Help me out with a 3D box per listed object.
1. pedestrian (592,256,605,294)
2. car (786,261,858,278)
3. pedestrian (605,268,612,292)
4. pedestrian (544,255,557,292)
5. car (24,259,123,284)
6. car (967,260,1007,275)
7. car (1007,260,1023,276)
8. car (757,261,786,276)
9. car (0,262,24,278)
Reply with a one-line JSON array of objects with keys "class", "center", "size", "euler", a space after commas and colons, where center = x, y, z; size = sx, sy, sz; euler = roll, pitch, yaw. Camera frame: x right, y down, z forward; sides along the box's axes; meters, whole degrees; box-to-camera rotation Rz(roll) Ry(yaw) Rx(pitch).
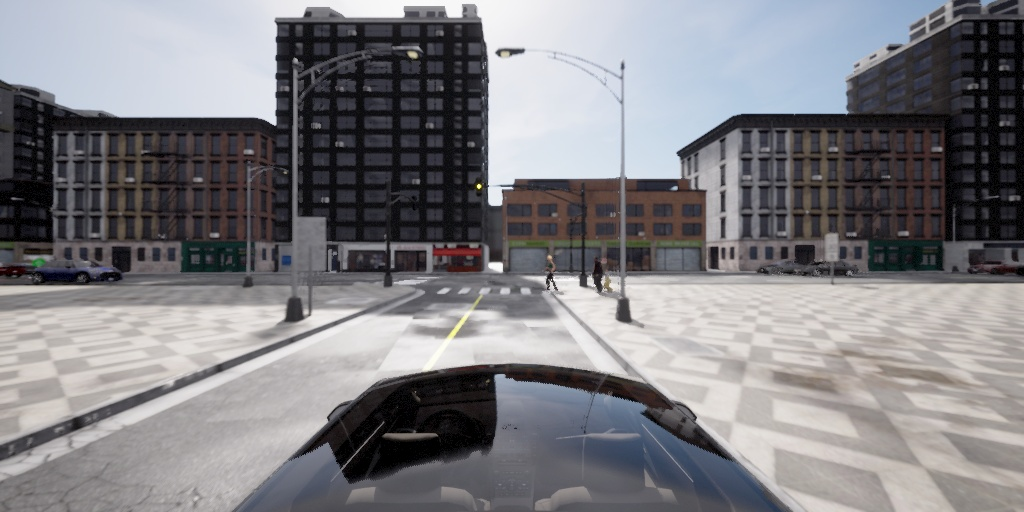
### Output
[{"class": "pedestrian", "center": [4.028, 0.854, 16.867], "size": [0.375, 1.860, 0.375], "euler": [0, 0, 0]}, {"class": "car", "center": [27.807, 1.133, 31.898], "size": [4.892, 1.490, 1.837], "euler": [0, 0, 0]}, {"class": "pedestrian", "center": [4.708, 1.112, 17.466], "size": [0.375, 1.300, 0.375], "euler": [0, 0, 0]}, {"class": "pedestrian", "center": [1.931, 0.854, 18.067], "size": [0.375, 1.860, 0.375], "euler": [0, 0, 0]}, {"class": "car", "center": [-30.296, 1.059, 25.128], "size": [4.553, 1.767, 2.097], "euler": [0, 0, 0]}, {"class": "car", "center": [47.611, 1.132, 35.086], "size": [4.674, 1.442, 1.812], "euler": [0, 0, 0]}, {"class": "car", "center": [47.957, 0.949, 31.836], "size": [4.553, 1.767, 2.097], "euler": [0, 0, 0]}, {"class": "car", "center": [26.523, 1.212, 35.145], "size": [4.181, 1.385, 1.994], "euler": [0, 0, 0]}, {"class": "car", "center": [-46.389, 1.248, 31.723], "size": [5.008, 1.535, 1.882], "euler": [0, 0, 0]}]
